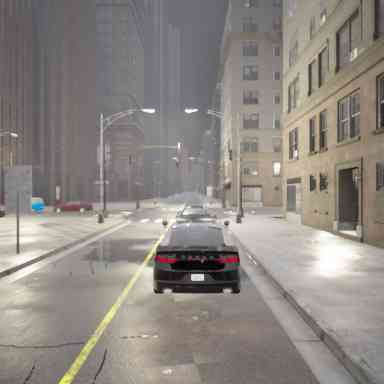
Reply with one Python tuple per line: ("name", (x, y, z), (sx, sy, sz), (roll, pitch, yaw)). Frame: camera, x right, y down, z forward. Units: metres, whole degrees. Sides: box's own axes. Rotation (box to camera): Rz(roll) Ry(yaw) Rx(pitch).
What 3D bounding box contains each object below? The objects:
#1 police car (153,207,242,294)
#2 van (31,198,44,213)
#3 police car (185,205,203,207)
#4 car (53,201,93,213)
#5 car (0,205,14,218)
("police car", (0.110, 1.426, 8.938), (1.930, 1.638, 5.238), (0, 0, 0))
("van", (-19.570, 1.588, 39.145), (3.998, 1.788, 1.690), (-1, 0, 0))
("police car", (0.127, 1.508, 18.543), (2.038, 1.542, 4.974), (0, 0, 0))
("car", (-13.943, 1.724, 39.120), (4.507, 1.381, 1.887), (-1, 0, 0))
("car", (-19.600, 1.522, 30.620), (5.009, 1.841, 2.192), (-1, 0, 0))
